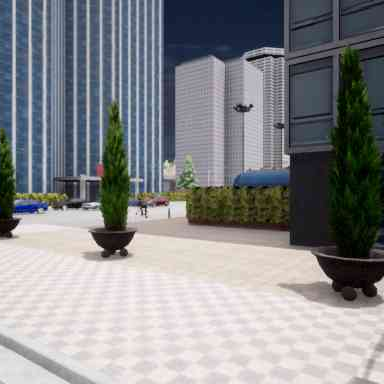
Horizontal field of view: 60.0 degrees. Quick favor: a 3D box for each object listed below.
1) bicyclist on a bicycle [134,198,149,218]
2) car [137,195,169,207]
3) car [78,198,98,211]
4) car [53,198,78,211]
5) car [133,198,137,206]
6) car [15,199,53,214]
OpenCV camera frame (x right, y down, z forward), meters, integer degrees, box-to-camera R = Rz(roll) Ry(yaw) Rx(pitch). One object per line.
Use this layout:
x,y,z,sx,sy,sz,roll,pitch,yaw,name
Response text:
-4.087,1.301,26.668,1.656,1.620,0.582,0,0,35,bicyclist on a bicycle
-5.500,1.352,49.828,2.097,1.767,4.553,0,0,35,car
-11.349,1.601,41.528,1.895,1.301,4.718,0,0,35,car
-15.226,1.477,42.099,1.882,1.535,5.008,0,0,35,car
-9.297,1.547,50.524,2.033,1.411,5.357,0,0,35,car
-17.060,1.477,33.396,1.882,1.535,5.008,0,0,35,car
